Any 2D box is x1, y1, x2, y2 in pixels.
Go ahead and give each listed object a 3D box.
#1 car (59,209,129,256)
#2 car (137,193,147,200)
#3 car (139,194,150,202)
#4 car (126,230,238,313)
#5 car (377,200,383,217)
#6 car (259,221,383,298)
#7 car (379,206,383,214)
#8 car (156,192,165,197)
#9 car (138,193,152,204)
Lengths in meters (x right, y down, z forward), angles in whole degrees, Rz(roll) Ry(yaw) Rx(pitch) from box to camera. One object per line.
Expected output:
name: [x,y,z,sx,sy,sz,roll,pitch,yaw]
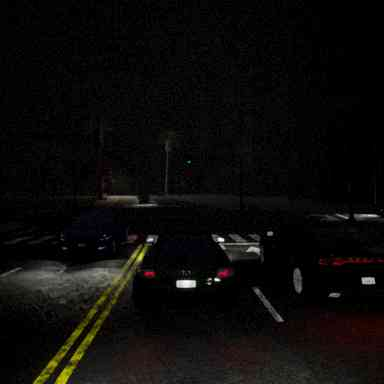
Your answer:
car: [-3.750,1.476,13.416,1.882,1.535,5.008,0,0,-3]
car: [-11.035,0.951,73.916,1.994,1.385,4.181,0,1,-11]
car: [-9.215,1.093,63.868,1.994,1.385,4.181,0,1,-10]
car: [-0.149,1.563,7.781,1.994,1.385,4.181,0,0,-1]
car: [19.289,1.490,29.999,4.181,1.385,1.994,0,0,13]
car: [3.127,1.476,8.575,1.882,1.535,5.008,0,0,-3]
car: [18.338,1.417,26.878,5.008,1.535,1.882,0,0,12]
car: [-8.909,0.664,93.963,2.128,1.511,4.902,0,1,-14]
car: [-7.682,1.159,53.997,1.837,1.490,4.892,0,1,-8]
